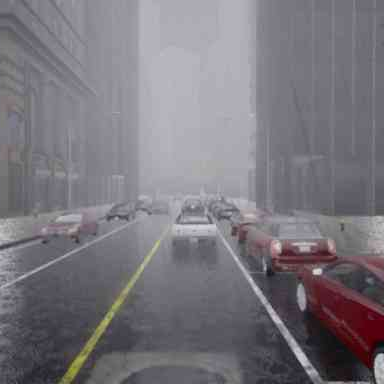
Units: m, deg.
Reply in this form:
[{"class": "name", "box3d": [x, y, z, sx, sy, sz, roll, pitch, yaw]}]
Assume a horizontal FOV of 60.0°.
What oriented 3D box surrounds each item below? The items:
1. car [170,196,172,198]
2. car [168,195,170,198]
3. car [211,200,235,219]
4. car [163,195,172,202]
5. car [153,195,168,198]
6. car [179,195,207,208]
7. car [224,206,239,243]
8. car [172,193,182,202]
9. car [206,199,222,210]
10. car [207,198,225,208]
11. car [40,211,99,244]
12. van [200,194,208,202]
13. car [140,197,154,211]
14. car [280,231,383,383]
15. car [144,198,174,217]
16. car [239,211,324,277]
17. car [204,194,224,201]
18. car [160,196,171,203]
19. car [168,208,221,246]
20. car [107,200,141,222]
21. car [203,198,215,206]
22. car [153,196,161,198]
[{"class": "car", "box3d": [-5.685, 1.639, 66.590, 2.008, 1.369, 4.403, -1, 0, 0]}, {"class": "car", "box3d": [-5.685, 1.628, 60.965, 1.887, 1.381, 4.507, -1, 0, 0]}, {"class": "car", "box3d": [2.847, 1.612, 27.222, 1.947, 1.339, 4.313, -1, 0, 0]}, {"class": "car", "box3d": [-5.688, 1.536, 77.839, 1.967, 1.590, 4.097, -1, 0, 0]}, {"class": "car", "box3d": [-5.686, 1.393, 55.341, 2.192, 1.841, 5.009, -1, 0, 0]}, {"class": "car", "box3d": [0.092, 1.404, 32.089, 2.097, 1.767, 4.553, 0, 0, 0]}, {"class": "car", "box3d": [2.848, 1.574, 15.972, 1.887, 1.381, 4.507, -1, 0, 0]}, {"class": "car", "box3d": [-3.011, 1.287, 72.356, 2.150, 2.045, 5.566, 0, 0, 0]}, {"class": "car", "box3d": [2.844, 1.611, 44.095, 1.887, 1.381, 4.507, -1, 0, 0]}, {"class": "car", "box3d": [2.846, 1.619, 32.846, 1.947, 1.339, 4.313, -1, 0, 0]}, {"class": "car", "box3d": [-5.677, 1.611, 15.967, 1.802, 1.307, 4.206, -1, 0, 0]}, {"class": "van", "box3d": [2.836, 1.438, 77.842, 1.690, 1.788, 3.998, -1, 0, 0]}, {"class": "car", "box3d": [-5.681, 1.625, 38.466, 1.947, 1.339, 4.313, -1, 0, 0]}, {"class": "car", "box3d": [2.850, 1.554, 4.723, 1.887, 1.381, 4.507, -1, 0, 0]}, {"class": "car", "box3d": [-3.101, 1.616, 32.199, 1.994, 1.385, 4.181, 0, 0, 0]}, {"class": "car", "box3d": [2.848, 1.460, 10.348, 1.967, 1.590, 4.097, -1, 0, 0]}, {"class": "car", "box3d": [2.842, 1.375, 38.471, 2.192, 1.841, 5.009, -1, 0, 0]}, {"class": "car", "box3d": [-5.686, 1.658, 72.216, 1.947, 1.339, 4.313, -1, 0, 0]}, {"class": "car", "box3d": [0.096, 1.630, 15.501, 1.895, 1.301, 4.718, 0, 0, 0]}, {"class": "car", "box3d": [-5.679, 1.611, 27.218, 1.947, 1.339, 4.313, -1, 0, 0]}, {"class": "car", "box3d": [2.842, 1.660, 55.344, 1.802, 1.307, 4.206, -1, 0, 0]}, {"class": "car", "box3d": [-5.682, 1.611, 44.091, 1.887, 1.381, 4.507, -1, 0, 0]}]
